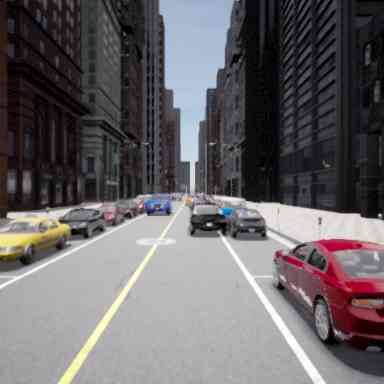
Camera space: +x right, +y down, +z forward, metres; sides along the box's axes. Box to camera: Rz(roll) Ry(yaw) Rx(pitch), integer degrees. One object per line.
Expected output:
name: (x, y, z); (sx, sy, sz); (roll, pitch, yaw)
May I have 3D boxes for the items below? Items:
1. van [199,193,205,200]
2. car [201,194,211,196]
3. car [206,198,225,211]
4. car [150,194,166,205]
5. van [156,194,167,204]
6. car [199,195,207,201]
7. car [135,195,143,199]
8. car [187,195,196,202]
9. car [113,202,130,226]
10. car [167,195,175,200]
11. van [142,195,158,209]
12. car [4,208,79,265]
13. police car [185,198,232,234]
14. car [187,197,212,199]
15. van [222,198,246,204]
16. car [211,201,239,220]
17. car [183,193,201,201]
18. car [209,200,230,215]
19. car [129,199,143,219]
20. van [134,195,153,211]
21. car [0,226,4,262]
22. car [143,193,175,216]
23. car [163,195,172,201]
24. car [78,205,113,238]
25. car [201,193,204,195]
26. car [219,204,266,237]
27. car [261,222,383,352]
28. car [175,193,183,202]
van: (2.738, 1.272, 90.775); (1.690, 1.788, 3.998); (0, 0, 0)
car: (2.748, 1.484, 51.321); (1.887, 1.381, 4.507); (0, 0, 0)
car: (2.751, 1.499, 40.049); (2.008, 1.369, 4.403); (0, 0, 0)
car: (-5.779, 1.251, 56.940); (2.192, 1.841, 5.009); (0, 0, 0)
van: (-5.780, 1.275, 62.576); (1.690, 1.788, 3.998); (0, 0, 0)
car: (2.740, 1.456, 85.309); (1.752, 1.417, 4.829); (0, 0, 0)
car: (-5.773, 1.392, 34.395); (1.967, 1.590, 4.097); (0, 0, 0)
car: (-0.017, 1.304, 69.960); (1.837, 1.490, 4.892); (0, 0, 0)
car: (-5.769, 1.546, 23.122); (1.802, 1.307, 4.206); (0, 0, 0)
car: (-5.786, 1.497, 90.760); (1.947, 1.339, 4.313); (0, 0, 0)
van: (-5.776, 1.284, 45.668); (1.690, 1.788, 3.998); (0, 0, 0)
car: (-5.767, 1.506, 11.678); (1.752, 1.417, 4.829); (0, 0, 0)
police car: (0.771, 1.396, 18.972); (1.930, 1.638, 5.238); (0, 0, -2)
car: (0.780, 1.436, 28.866); (1.882, 1.535, 5.008); (0, 0, -2)
van: (2.755, 1.306, 23.140); (1.690, 1.788, 3.998); (0, 0, 0)
car: (2.754, 1.509, 28.777); (2.008, 1.369, 4.403); (0, 0, 0)
car: (-0.013, 1.290, 54.930); (2.097, 1.767, 4.553); (0, 0, 0)
car: (2.753, 1.535, 34.413); (1.802, 1.307, 4.206); (0, 0, 0)
car: (-5.771, 1.524, 28.758); (1.947, 1.339, 4.313); (0, 0, 0)
van: (-5.774, 1.289, 40.031); (1.690, 1.788, 3.998); (0, 0, 0)
car: (-5.765, 1.555, 6.212); (1.947, 1.339, 4.313); (0, 0, 0)
car: (-3.105, 1.176, 32.466); (2.150, 2.045, 5.566); (0, 0, 0)
car: (-5.784, 1.475, 79.487); (1.887, 1.381, 4.507); (0, 0, 0)
car: (-5.768, 1.538, 17.484); (1.947, 1.339, 4.313); (0, 0, 0)
car: (2.745, 1.249, 62.593); (2.192, 1.841, 5.009); (0, 0, 0)
car: (2.757, 1.523, 17.504); (2.008, 1.369, 4.403); (0, 0, 0)
car: (2.760, 1.534, 6.232); (1.887, 1.381, 4.507); (0, 0, 0)
car: (-3.017, 1.404, 72.071); (2.128, 1.511, 4.902); (0, 0, 0)
